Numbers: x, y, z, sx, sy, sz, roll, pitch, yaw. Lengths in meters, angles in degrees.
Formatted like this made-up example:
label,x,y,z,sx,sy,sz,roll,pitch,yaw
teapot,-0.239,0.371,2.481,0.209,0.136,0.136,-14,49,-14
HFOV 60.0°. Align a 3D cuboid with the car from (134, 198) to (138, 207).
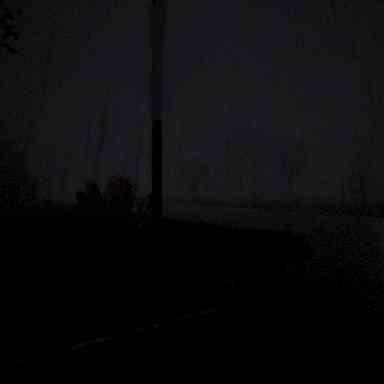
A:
label,x,y,z,sx,sy,sz,roll,pitch,yaw
car,-8.008,1.097,40.979,2.128,1.511,4.902,-1,1,-35
